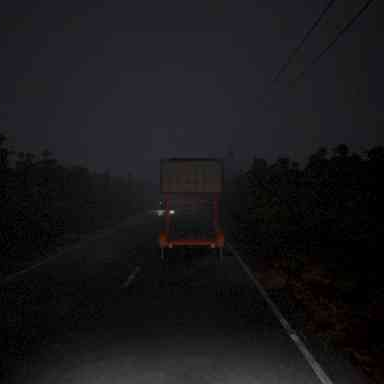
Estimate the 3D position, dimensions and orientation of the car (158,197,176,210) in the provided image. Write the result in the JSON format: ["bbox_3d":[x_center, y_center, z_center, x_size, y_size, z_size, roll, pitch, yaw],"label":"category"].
[{"bbox_3d":[-3.304,1.420,44.276,2.097,1.767,4.553,0,0,0],"label":"car"}]

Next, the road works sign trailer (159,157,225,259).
[{"bbox_3d":[-0.005,0.485,12.734,2.380,3.560,2.880,0,0,0],"label":"road works sign trailer"}]
